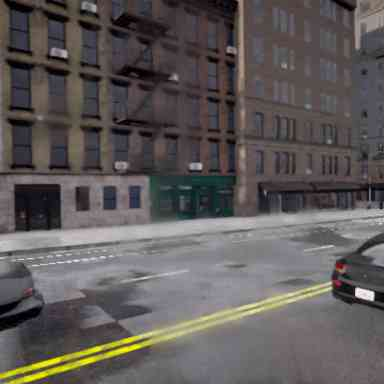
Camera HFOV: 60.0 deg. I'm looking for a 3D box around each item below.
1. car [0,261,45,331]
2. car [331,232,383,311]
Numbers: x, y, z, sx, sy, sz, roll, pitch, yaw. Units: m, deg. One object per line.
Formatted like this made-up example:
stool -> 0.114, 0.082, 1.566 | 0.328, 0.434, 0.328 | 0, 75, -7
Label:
car -> -4.848, 1.550, 4.218 | 5.357, 1.411, 2.033 | 0, 0, -35
car -> 4.710, 1.507, 6.799 | 4.674, 1.442, 1.812 | 0, 0, -35
